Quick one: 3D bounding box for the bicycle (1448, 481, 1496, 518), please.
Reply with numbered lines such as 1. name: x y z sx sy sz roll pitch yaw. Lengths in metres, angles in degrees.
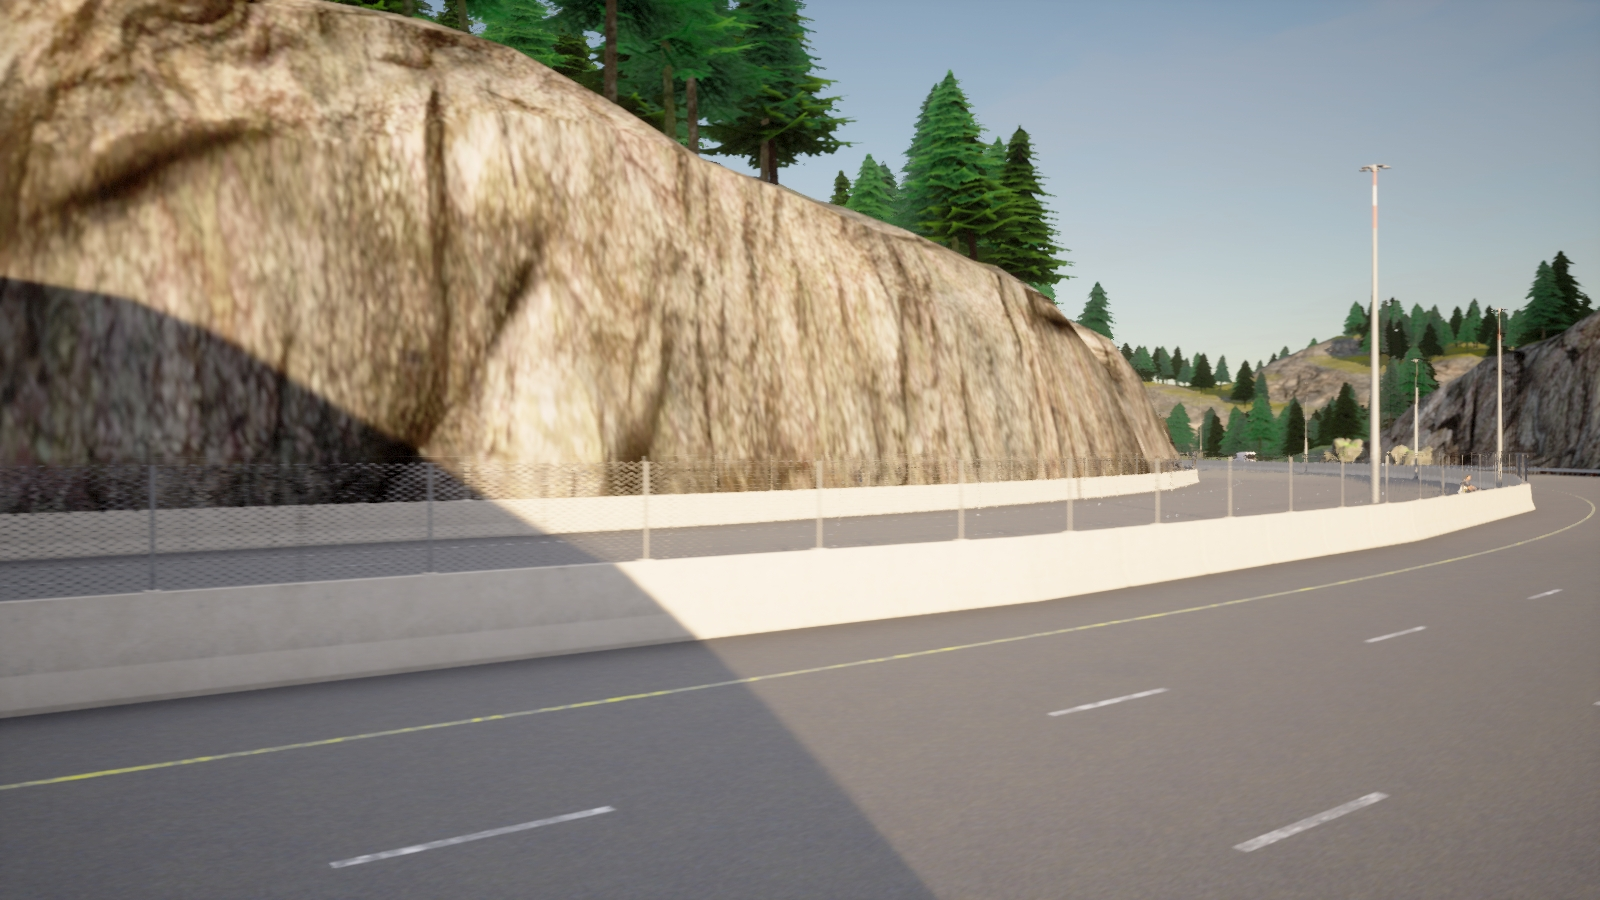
1. bicycle: 28.076 2.063 47.750 1.643 1.514 0.373 -1 -2 42
